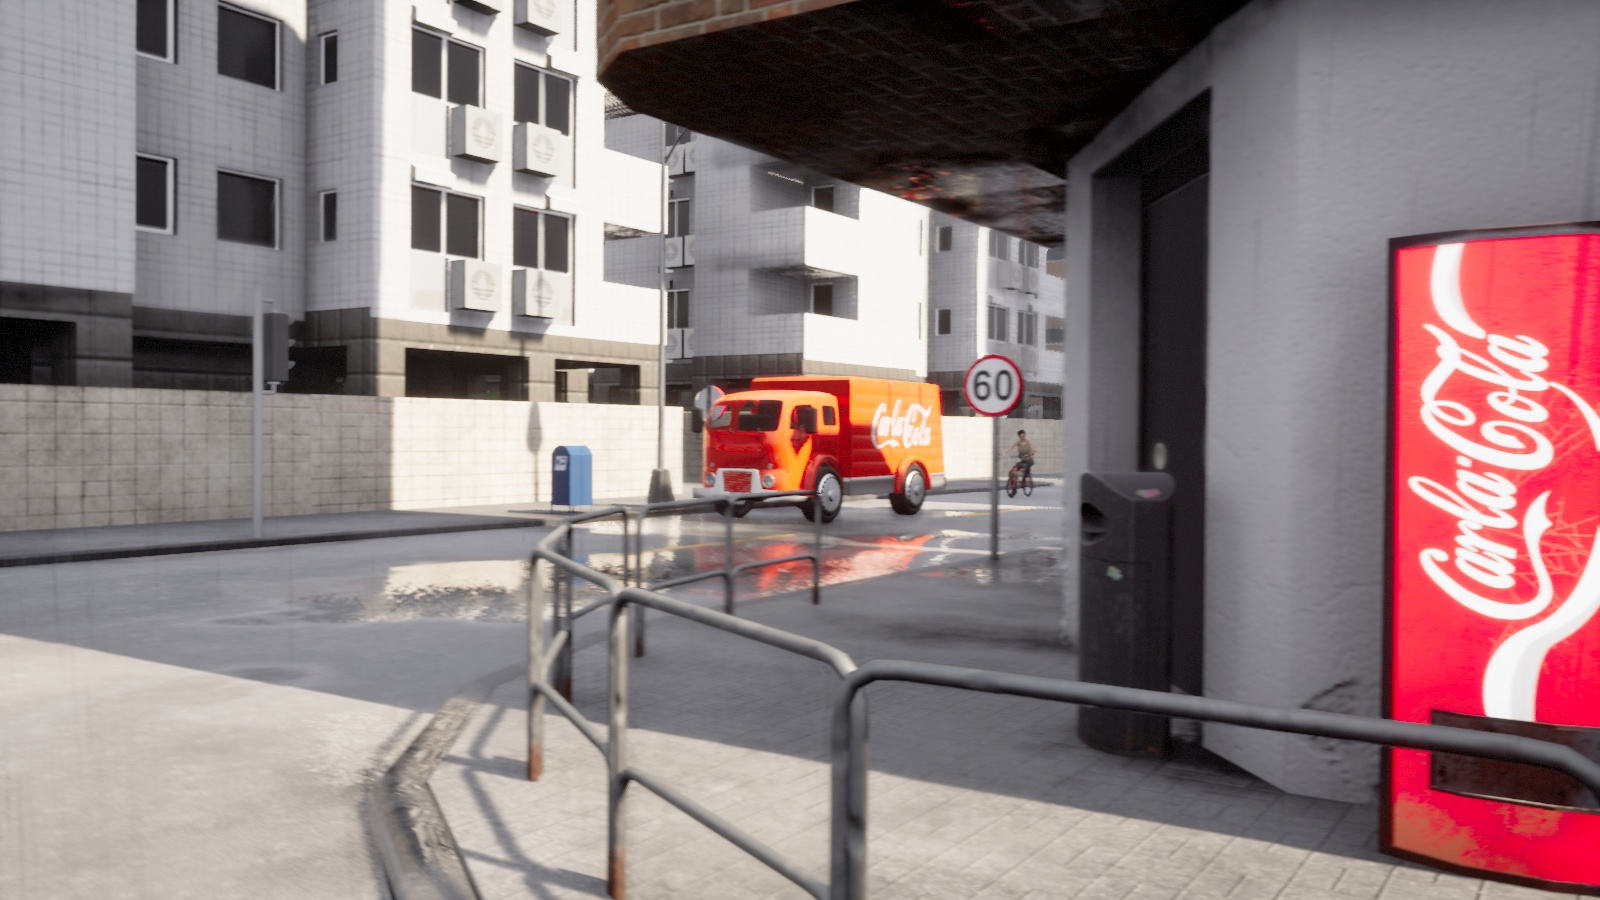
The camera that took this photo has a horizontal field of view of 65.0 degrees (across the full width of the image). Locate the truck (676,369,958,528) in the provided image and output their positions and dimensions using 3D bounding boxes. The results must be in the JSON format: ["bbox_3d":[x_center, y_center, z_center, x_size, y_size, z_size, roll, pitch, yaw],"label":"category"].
[{"bbox_3d":[0.472,-0.063,22.395,2.627,2.467,5.204,0,1,33],"label":"truck"}]

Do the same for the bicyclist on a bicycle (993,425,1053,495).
[{"bbox_3d":[5.270,0.218,29.603,0.866,1.612,1.509,0,1,33],"label":"bicyclist on a bicycle"}]
